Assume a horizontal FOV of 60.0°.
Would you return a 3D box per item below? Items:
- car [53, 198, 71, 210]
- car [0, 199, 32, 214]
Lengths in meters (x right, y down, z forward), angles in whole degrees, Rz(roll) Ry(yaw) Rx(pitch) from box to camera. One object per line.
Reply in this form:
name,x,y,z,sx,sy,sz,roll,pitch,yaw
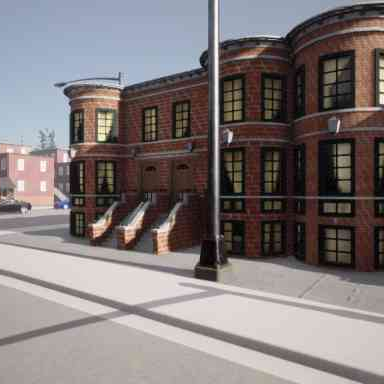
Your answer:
car,-15.740,1.478,43.847,1.882,1.535,5.008,0,0,35
car,-18.780,1.492,33.586,2.128,1.511,4.902,0,0,36
